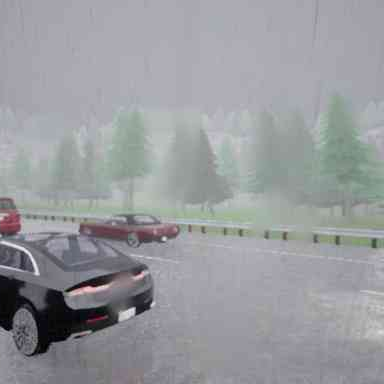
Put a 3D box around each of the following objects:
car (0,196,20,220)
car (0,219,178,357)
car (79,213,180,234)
[{"bbox_3d":[-10.244,1.210,15.573,5.566,2.045,2.150,0,0,35],"label":"car"},{"bbox_3d":[-2.877,1.488,6.045,4.902,1.511,2.128,0,0,35],"label":"car"},{"bbox_3d":[-2.915,1.594,14.666,4.718,1.301,1.895,0,0,35],"label":"car"}]
